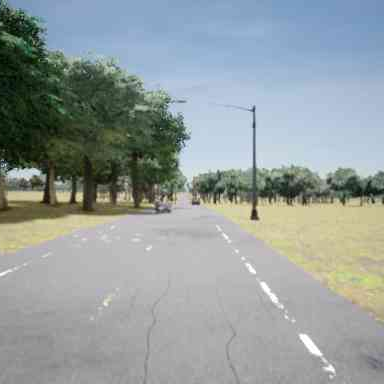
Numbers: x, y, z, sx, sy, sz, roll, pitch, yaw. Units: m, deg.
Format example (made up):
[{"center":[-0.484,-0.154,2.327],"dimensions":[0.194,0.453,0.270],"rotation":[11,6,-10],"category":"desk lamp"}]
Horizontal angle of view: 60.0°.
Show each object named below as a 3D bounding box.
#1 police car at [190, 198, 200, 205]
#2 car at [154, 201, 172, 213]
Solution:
[{"center":[1.036,2.587,84.869],"dimensions":[1.930,1.638,5.238],"rotation":[0,-1,0],"category":"police car"},{"center":[-3.593,1.827,41.578],"dimensions":[2.128,1.511,4.902],"rotation":[0,-1,0],"category":"car"}]
